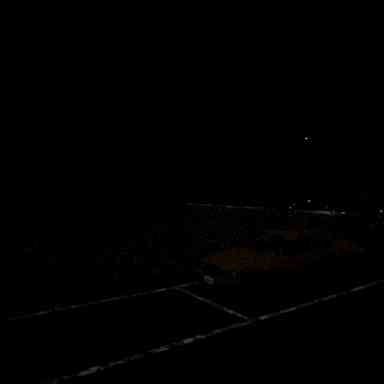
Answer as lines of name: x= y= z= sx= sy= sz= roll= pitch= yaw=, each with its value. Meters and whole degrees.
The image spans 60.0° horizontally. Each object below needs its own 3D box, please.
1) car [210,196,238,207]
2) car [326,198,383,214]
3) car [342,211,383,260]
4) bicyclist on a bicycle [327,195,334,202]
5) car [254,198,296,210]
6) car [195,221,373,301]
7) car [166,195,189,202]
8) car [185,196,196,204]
car: x=4.294 y=1.255 z=45.340 sx=1.994 sy=1.385 sz=4.181 roll=1 pitch=0 yaw=-34
car: x=14.659 y=1.349 z=30.203 sx=2.128 sy=1.511 sz=4.902 roll=1 pitch=0 yaw=-34
car: x=7.091 y=1.550 z=11.634 sx=4.507 sy=1.381 sz=1.887 roll=0 pitch=1 yaw=-35
bicyclist on a bicycle: x=16.264 y=1.168 z=38.899 sx=1.656 sy=1.620 sz=0.582 roll=0 pitch=0 yaw=-34
car: x=9.419 y=1.375 z=37.848 sx=1.895 sy=1.301 sz=4.718 roll=1 pitch=0 yaw=-34
car: x=2.332 y=1.528 z=8.329 sx=4.829 sy=1.417 sz=1.752 roll=0 pitch=1 yaw=-35
car: x=-2.684 y=1.169 z=61.144 sx=1.895 sy=1.301 sz=4.718 roll=1 pitch=0 yaw=-34
car: x=-1.303 y=1.201 z=53.548 sx=1.895 sy=1.301 sz=4.718 roll=1 pitch=0 yaw=-34
